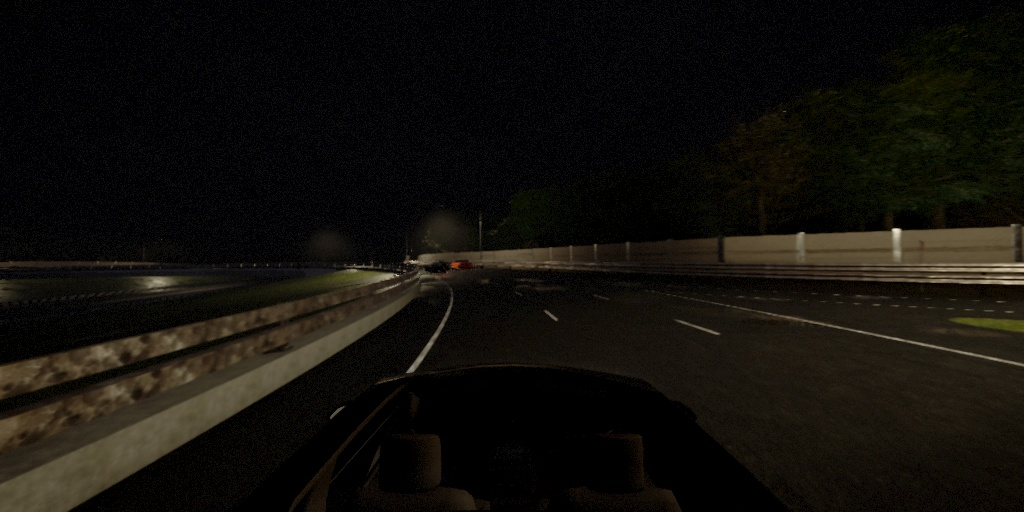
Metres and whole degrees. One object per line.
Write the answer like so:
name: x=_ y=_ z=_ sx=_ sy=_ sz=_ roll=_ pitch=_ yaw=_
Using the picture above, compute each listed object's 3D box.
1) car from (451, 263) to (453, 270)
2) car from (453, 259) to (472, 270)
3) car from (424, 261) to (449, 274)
car: x=-11.342 y=1.542 z=56.113 sx=1.837 sy=1.490 sz=4.892 roll=0 pitch=0 yaw=-31
car: x=-8.206 y=1.340 z=57.564 sx=2.097 sy=1.767 sz=4.553 roll=-1 pitch=0 yaw=-30
car: x=-10.019 y=1.598 z=46.405 sx=1.895 sy=1.301 sz=4.718 roll=-1 pitch=0 yaw=-26
